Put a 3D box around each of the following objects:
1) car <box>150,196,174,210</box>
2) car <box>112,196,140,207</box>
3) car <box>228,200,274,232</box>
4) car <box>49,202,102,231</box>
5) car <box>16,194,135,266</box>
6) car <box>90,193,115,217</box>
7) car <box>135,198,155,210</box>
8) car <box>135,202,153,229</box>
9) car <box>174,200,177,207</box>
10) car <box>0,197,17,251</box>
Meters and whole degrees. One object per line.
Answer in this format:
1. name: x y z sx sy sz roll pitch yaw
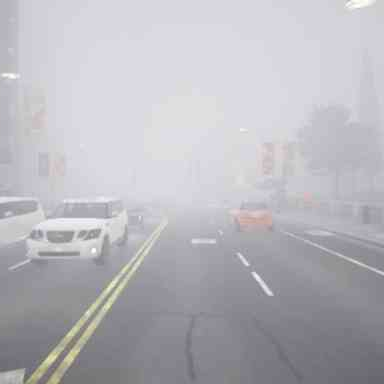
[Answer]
1. car: -4.499 1.279 41.671 2.097 1.767 4.553 0 0 -29
2. car: -9.967 1.426 49.996 1.837 1.490 4.892 0 0 -44
3. car: 3.428 1.306 20.046 2.097 1.767 4.553 0 0 0
4. car: -7.369 1.476 21.601 1.837 1.490 4.892 0 0 -2
5. car: -3.687 1.205 11.876 2.150 2.045 5.566 0 0 -1
6. car: -8.610 1.175 31.983 2.150 2.045 5.566 0 0 -15
7. car: -4.915 1.549 31.477 1.895 1.301 4.718 0 0 -13
8. car: -3.855 1.566 21.644 1.895 1.301 4.718 0 0 -2
9. car: -3.828 1.480 47.290 1.994 1.385 4.181 0 0 -33
10. car: -7.187 1.212 11.842 2.150 2.045 5.566 0 0 -1
